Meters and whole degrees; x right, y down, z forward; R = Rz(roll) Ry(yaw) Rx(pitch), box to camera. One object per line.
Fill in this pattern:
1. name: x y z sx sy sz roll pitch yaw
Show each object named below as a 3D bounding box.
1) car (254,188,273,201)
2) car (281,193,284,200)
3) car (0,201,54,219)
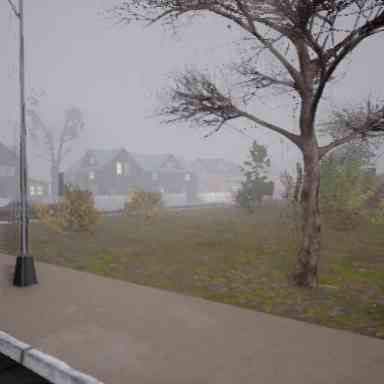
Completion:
1. car: 9.022 0.614 45.986 1.882 1.535 5.008 -3 -1 44
2. car: 16.136 0.452 53.443 1.837 1.490 4.892 -3 -1 44
3. car: -11.856 1.278 24.353 1.895 1.301 4.718 -3 -1 44
